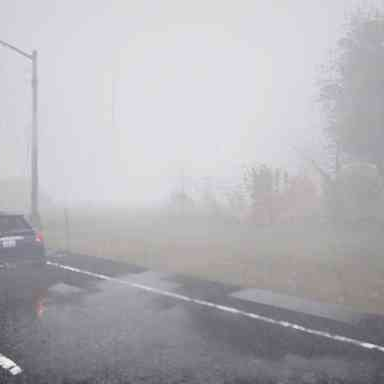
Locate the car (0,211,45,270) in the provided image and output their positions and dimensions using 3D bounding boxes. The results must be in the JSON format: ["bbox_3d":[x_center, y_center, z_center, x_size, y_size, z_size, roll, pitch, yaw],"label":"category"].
[{"bbox_3d":[-6.318,1.340,9.819,4.553,1.767,2.097,0,0,39],"label":"car"}]
